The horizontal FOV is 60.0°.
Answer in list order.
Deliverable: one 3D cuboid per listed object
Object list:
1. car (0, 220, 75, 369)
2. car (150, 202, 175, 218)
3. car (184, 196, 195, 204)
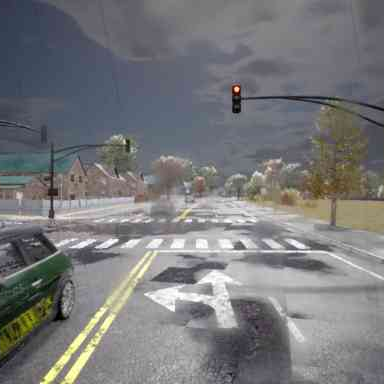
[{"bbox_3d":[-3.210,1.353,4.216,2.097,1.767,4.553,0,0,1],"label":"car"},{"bbox_3d":[-2.563,1.585,30.562,2.033,1.411,5.357,0,0,2],"label":"car"},{"bbox_3d":[-0.428,1.640,66.782,2.128,1.511,4.902,0,0,4],"label":"car"}]
